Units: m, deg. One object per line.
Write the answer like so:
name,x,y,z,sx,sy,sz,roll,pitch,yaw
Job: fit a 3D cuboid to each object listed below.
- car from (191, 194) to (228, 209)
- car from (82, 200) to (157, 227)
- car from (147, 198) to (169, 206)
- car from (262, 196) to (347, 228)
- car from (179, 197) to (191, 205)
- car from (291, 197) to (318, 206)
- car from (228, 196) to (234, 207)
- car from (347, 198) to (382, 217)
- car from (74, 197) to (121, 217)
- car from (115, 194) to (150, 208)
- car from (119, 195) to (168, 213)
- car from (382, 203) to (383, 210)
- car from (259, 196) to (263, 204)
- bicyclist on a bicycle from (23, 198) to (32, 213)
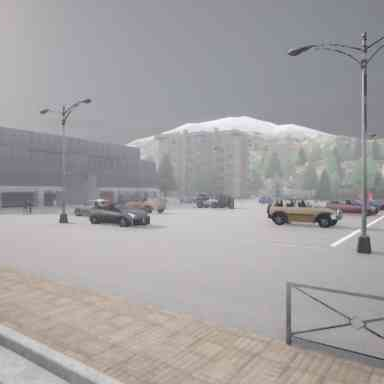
car,2.375,1.267,44.893,3.866,1.878,1.905,0,0,35
car,-4.844,1.488,21.969,4.514,1.523,2.007,0,0,35
car,-6.441,1.776,62.994,1.994,1.385,4.181,0,0,35
car,7.337,1.287,21.840,4.605,1.855,1.932,0,0,35
car,-0.693,1.709,65.047,1.812,1.442,4.674,0,0,35
car,18.911,1.574,55.857,3.806,1.475,1.970,0,0,35
car,3.720,1.287,47.501,4.605,1.855,1.932,0,0,35
car,15.124,1.488,31.589,4.514,1.523,2.007,0,0,35
car,-8.475,1.422,29.035,3.806,1.475,1.970,0,0,35
car,-9.355,1.434,52.837,2.150,2.045,5.566,0,0,35
car,-5.026,1.343,34.456,5.027,1.636,2.152,0,0,35
car,20.939,1.509,39.716,3.633,1.501,1.845,0,0,35
car,14.582,1.564,62.580,3.633,1.501,1.845,0,0,35
bicyclist on a bicycle,-17.314,1.475,34.906,1.656,1.620,0.582,0,0,35
